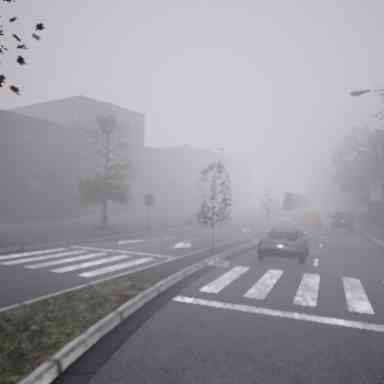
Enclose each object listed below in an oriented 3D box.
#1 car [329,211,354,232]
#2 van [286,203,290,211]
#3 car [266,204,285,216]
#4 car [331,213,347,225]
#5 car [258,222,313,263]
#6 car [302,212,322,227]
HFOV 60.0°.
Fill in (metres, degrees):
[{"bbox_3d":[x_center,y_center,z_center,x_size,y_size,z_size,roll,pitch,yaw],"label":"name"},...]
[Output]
[{"bbox_3d":[16.035,3.086,35.652,2.150,2.045,5.566,1,-1,22],"label":"car"},{"bbox_3d":[20.321,3.780,75.501,1.878,1.987,4.442,1,-1,23],"label":"van"},{"bbox_3d":[16.043,3.513,65.365,2.435,2.045,5.566,1,-1,23],"label":"car"},{"bbox_3d":[20.369,3.732,46.102,1.895,1.301,4.718,1,-1,23],"label":"car"},{"bbox_3d":[4.256,2.249,15.157,1.994,1.385,4.181,1,-3,21],"label":"car"},{"bbox_3d":[14.895,3.265,41.119,2.097,1.767,4.553,1,-1,23],"label":"car"}]
